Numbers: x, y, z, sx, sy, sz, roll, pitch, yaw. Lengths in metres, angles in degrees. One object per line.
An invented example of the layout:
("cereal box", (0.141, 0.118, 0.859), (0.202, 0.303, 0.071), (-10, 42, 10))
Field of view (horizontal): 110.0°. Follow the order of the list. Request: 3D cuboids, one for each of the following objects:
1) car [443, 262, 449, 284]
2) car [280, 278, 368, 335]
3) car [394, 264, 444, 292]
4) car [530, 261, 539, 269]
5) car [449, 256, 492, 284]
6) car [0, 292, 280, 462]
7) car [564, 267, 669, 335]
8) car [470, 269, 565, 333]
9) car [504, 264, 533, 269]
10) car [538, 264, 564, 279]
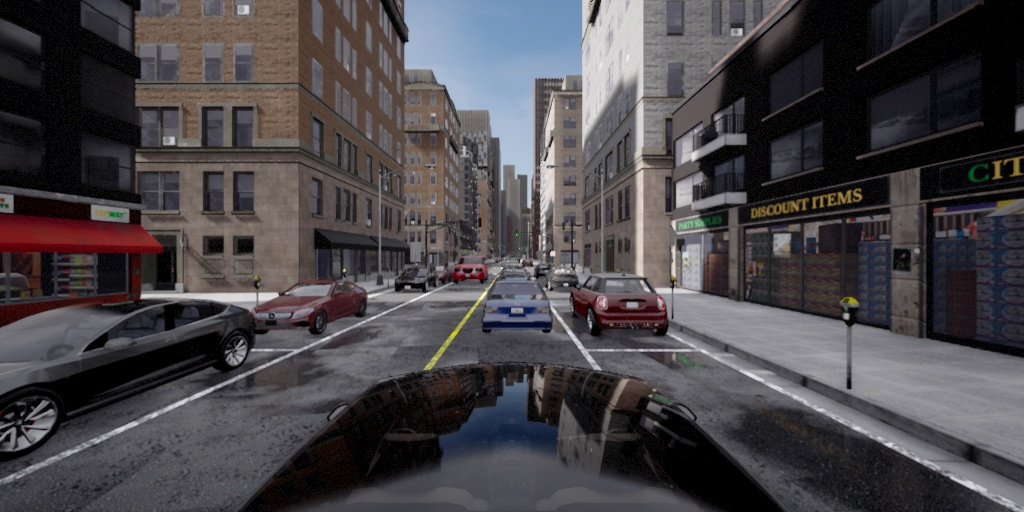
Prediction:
("car", (-5.602, 1.346, 27.007), (1.802, 1.307, 4.207), (0, 0, 0))
("car", (-5.647, 1.336, 10.503), (1.802, 1.307, 4.207), (0, 0, 0))
("car", (-5.617, 1.326, 21.505), (1.948, 1.339, 4.313), (0, 0, 0))
("car", (2.940, 1.334, 32.484), (1.948, 1.339, 4.313), (0, 0, 0))
("car", (-2.988, 0.988, 27.159), (2.150, 2.045, 5.566), (0, 0, 1))
("car", (-5.663, 1.317, 5.002), (1.948, 1.339, 4.313), (0, 0, 0))
("car", (2.878, 1.194, 10.479), (1.967, 1.591, 4.097), (0, 0, 0))
("car", (0.125, 1.302, 10.751), (2.033, 1.411, 5.357), (0, 0, 0))
("car", (0.154, 1.362, 22.220), (1.895, 1.301, 4.718), (0, 0, 0))
("car", (2.908, 1.311, 21.482), (2.007, 1.370, 4.403), (0, 0, 0))
